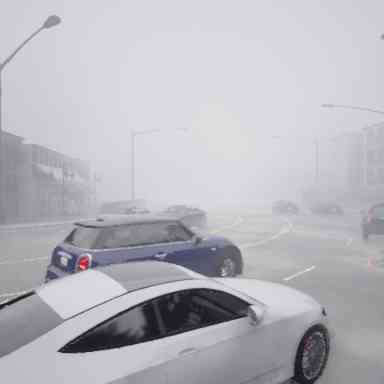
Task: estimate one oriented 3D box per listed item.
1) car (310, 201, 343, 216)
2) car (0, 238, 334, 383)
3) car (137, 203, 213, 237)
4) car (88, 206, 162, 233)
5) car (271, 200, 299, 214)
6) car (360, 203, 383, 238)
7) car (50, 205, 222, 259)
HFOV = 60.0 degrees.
[{"bbox_3d":[13.096,1.565,32.590,1.994,1.385,4.181,0,0,2],"label":"car"},{"bbox_3d":[-0.352,1.526,3.638,4.674,1.442,1.812,0,0,-37],"label":"car"},{"bbox_3d":[-0.777,1.491,19.152,2.128,1.511,4.902,0,0,28],"label":"car"},{"bbox_3d":[-3.957,1.601,20.622,1.895,1.301,4.718,0,0,29],"label":"car"},{"bbox_3d":[9.641,1.564,34.673,1.994,1.385,4.181,0,0,0],"label":"car"},{"bbox_3d":[9.882,1.352,17.102,2.097,1.767,4.553,0,0,26],"label":"car"},{"bbox_3d":[-0.869,1.353,7.809,4.553,1.767,2.097,0,0,-41],"label":"car"}]
